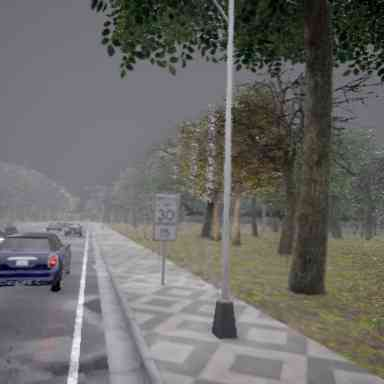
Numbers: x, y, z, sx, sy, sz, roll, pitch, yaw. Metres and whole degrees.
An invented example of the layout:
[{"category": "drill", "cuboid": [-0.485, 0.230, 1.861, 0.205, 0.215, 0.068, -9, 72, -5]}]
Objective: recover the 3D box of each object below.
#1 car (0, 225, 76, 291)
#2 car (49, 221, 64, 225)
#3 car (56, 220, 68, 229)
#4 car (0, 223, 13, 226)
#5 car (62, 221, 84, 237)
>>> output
[{"category": "car", "cuboid": [-5.332, 2.151, 11.305, 2.097, 1.767, 4.553, 3, -5, -16]}, {"category": "car", "cuboid": [-20.641, 5.204, 49.942, 1.994, 1.385, 4.181, 3, -5, -17]}, {"category": "car", "cuboid": [-25.334, 6.307, 64.781, 1.812, 1.442, 4.674, 3, -5, -17]}, {"category": "car", "cuboid": [-19.229, 3.844, 33.887, 2.033, 1.411, 5.357, 3, -5, -17]}, {"category": "car", "cuboid": [-13.859, 4.432, 39.040, 1.812, 1.442, 4.674, 3, -5, -17]}]
